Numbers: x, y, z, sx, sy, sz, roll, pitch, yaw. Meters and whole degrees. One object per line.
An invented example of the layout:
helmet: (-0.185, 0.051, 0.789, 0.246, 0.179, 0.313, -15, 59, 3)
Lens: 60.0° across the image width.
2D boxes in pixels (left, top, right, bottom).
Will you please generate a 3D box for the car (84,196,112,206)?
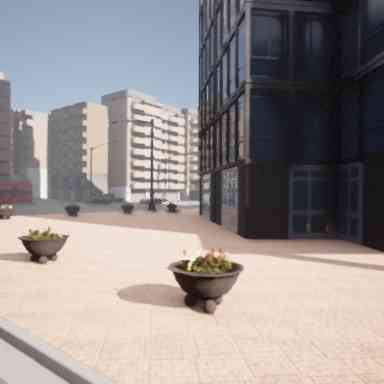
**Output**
car: (-15.752, 1.489, 55.722, 2.128, 1.511, 4.902, 1, -1, 38)

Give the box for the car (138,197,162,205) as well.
car: (-7.573, 1.646, 60.407, 2.128, 1.511, 4.902, 1, -1, 39)
